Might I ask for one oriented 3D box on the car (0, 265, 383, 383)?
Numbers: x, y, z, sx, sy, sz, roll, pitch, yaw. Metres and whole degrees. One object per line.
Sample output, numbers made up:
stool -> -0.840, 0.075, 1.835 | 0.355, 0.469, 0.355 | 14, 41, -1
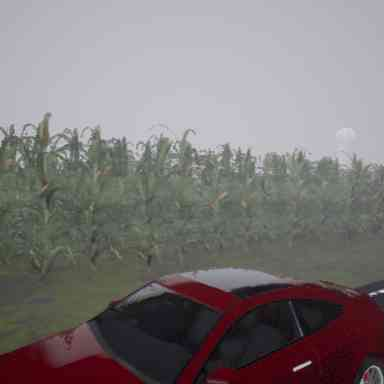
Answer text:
car -> 0.148, 1.545, 3.173 | 4.674, 1.442, 1.812 | 1, 0, -35
